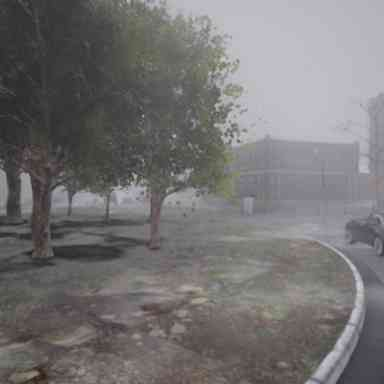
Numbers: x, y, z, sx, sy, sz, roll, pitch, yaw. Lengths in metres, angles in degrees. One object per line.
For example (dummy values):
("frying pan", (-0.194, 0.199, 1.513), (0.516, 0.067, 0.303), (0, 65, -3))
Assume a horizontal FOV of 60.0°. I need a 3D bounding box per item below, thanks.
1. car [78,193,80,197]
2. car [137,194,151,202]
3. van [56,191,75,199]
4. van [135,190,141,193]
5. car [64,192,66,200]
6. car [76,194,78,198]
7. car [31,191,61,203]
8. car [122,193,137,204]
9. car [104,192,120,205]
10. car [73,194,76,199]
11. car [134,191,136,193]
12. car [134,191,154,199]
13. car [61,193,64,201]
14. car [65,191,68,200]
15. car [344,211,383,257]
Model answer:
("car", (-32.980, 1.017, 87.757), (5.008, 1.535, 2.097), (0, 1, -11))
("car", (-8.058, 1.347, 65.509), (4.792, 1.488, 2.163), (0, 0, -11))
("van", (-32.324, 0.826, 85.073), (4.442, 1.987, 1.878), (0, 1, -11))
("van", (-9.757, 1.022, 73.675), (4.442, 1.987, 1.878), (0, 1, -11))
("car", (-29.224, 1.294, 68.821), (4.674, 1.452, 2.002), (0, 1, -11))
("car", (-31.722, 1.084, 82.384), (5.366, 1.575, 1.946), (0, 1, -11))
("car", (-28.124, 1.181, 63.412), (4.553, 1.767, 2.185), (0, 0, -11))
("car", (-11.414, 1.426, 59.419), (2.033, 1.411, 5.357), (0, 0, -13))
("car", (-14.157, 1.107, 58.091), (2.150, 2.045, 5.566), (0, 0, -13))
("car", (-31.396, 0.871, 79.635), (5.566, 2.045, 2.435), (0, 1, -11))
("car", (-11.261, 1.140, 81.881), (5.008, 1.535, 2.097), (0, 1, -11))
("car", (-13.433, 0.741, 92.780), (5.566, 2.045, 2.435), (0, 1, -11))
("car", (-28.697, 1.282, 66.116), (5.008, 1.535, 2.097), (0, 0, -11))
("car", (-29.731, 1.099, 71.530), (4.553, 1.767, 2.185), (0, 1, -11))
("car", (7.514, 1.486, 12.864), (2.128, 1.511, 4.902), (0, 0, 6))
